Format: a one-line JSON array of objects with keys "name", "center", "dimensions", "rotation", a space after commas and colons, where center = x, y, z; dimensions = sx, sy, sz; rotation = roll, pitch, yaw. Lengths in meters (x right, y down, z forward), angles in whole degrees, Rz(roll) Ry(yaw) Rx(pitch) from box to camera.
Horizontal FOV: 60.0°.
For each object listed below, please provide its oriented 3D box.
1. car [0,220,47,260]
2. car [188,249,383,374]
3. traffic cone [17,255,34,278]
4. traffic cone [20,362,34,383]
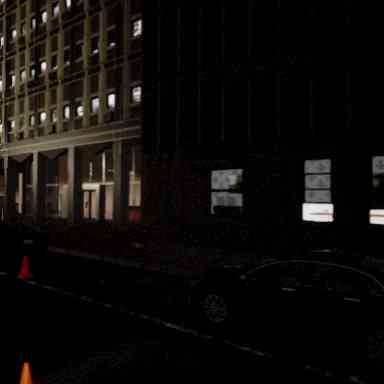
[{"name": "car", "center": [-7.107, 1.702, 12.361], "dimensions": [4.313, 1.339, 1.947], "rotation": [0, -1, 37]}, {"name": "car", "center": [1.936, 1.652, 5.591], "dimensions": [4.403, 1.369, 2.008], "rotation": [0, -1, 37]}, {"name": "traffic cone", "center": [-4.656, 2.064, 9.314], "dimensions": [0.340, 0.580, 0.340], "rotation": [0, -1, 37]}, {"name": "traffic cone", "center": [-1.651, 1.997, 3.317], "dimensions": [0.340, 0.580, 0.340], "rotation": [0, -1, 37]}]
